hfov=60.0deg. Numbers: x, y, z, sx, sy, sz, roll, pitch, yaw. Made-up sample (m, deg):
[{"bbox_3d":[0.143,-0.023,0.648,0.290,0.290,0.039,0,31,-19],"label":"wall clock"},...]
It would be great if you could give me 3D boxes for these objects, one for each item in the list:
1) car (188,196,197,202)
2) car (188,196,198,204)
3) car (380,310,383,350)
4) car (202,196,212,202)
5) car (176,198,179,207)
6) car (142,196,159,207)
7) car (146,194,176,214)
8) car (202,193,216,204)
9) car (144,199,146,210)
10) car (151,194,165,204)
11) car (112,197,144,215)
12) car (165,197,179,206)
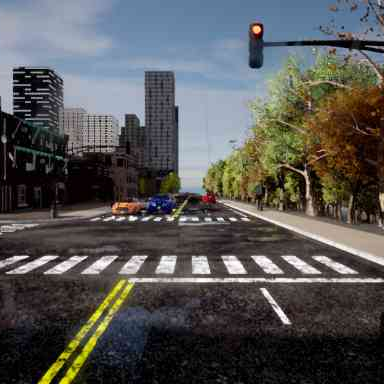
[{"bbox_3d":[0.148,1.565,75.633,1.895,1.301,4.718,0,0,0],"label":"car"},{"bbox_3d":[0.221,1.454,61.976,1.882,1.535,5.008,0,0,0],"label":"car"},{"bbox_3d":[3.356,1.491,2.379,2.128,1.511,4.902,0,0,0],"label":"car"},{"bbox_3d":[3.400,1.522,75.910,1.994,1.385,4.181,0,0,0],"label":"car"},{"bbox_3d":[-3.241,1.336,45.558,2.097,1.767,4.553,0,0,0],"label":"car"},{"bbox_3d":[-6.483,1.473,52.707,2.128,1.511,4.902,0,0,0],"label":"car"},{"bbox_3d":[-3.269,1.210,35.866,2.150,2.045,5.566,0,0,0],"label":"car"},{"bbox_3d":[3.474,1.197,65.326,2.150,2.045,5.566,0,0,1],"label":"car"},{"bbox_3d":[-6.501,1.586,42.703,1.895,1.301,4.718,0,0,0],"label":"car"},{"bbox_3d":[-6.432,1.328,62.762,2.097,1.767,4.553,0,0,1],"label":"car"},{"bbox_3d":[-6.557,1.342,33.717,2.097,1.767,4.553,0,0,1],"label":"car"},{"bbox_3d":[-3.228,1.581,54.899,1.895,1.301,4.718,0,0,0],"label":"car"}]
